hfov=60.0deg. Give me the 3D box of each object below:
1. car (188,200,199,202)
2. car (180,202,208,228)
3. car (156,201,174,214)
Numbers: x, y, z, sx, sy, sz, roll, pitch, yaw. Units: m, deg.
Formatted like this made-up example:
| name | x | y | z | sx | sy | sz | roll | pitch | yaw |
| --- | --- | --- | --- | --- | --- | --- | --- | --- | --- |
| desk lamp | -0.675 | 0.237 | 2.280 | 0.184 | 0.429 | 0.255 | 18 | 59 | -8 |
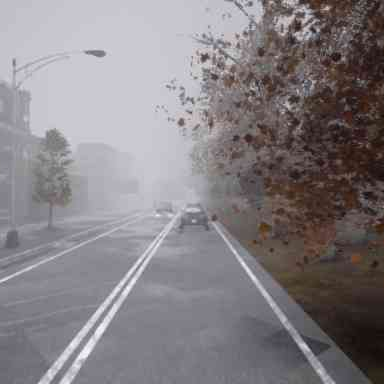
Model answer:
| name | x | y | z | sx | sy | sz | roll | pitch | yaw |
| --- | --- | --- | --- | --- | --- | --- | --- | --- | --- |
| car | 0.193 | 1.810 | 42.038 | 1.882 | 1.535 | 5.008 | 0 | -1 | 0 |
| car | 0.136 | 1.671 | 23.093 | 1.812 | 1.442 | 4.674 | 0 | -1 | 0 |
| car | -3.252 | 1.820 | 40.363 | 1.837 | 1.490 | 4.892 | 0 | 0 | 0 |
